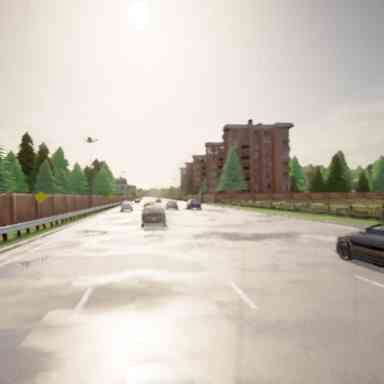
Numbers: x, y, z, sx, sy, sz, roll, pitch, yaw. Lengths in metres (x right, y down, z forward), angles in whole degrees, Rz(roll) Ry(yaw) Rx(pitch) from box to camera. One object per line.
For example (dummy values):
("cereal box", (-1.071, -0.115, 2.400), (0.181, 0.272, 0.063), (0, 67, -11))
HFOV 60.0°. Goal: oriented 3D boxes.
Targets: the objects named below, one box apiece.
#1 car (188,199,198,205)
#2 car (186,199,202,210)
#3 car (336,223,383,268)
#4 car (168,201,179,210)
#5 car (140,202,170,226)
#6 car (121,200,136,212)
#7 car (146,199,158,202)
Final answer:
("car", (0.199, 2.380, 79.863), (1.882, 1.535, 5.008), (-1, -1, -8))
("car", (0.234, 1.962, 54.073), (2.097, 1.767, 4.553), (-1, -1, -8))
("car", (6.194, 1.588, 10.004), (1.994, 1.385, 4.181), (-1, -1, -8))
("car", (-3.177, 2.198, 53.213), (2.033, 1.411, 5.357), (-1, -1, -8))
("car", (-3.062, 1.825, 26.552), (1.882, 1.535, 5.008), (-1, 0, -8))
("car", (-9.990, 2.256, 51.383), (1.812, 1.442, 4.674), (-1, -1, -8))
("car", (-7.116, 2.219, 56.144), (1.882, 1.535, 5.008), (-1, -1, -8))
